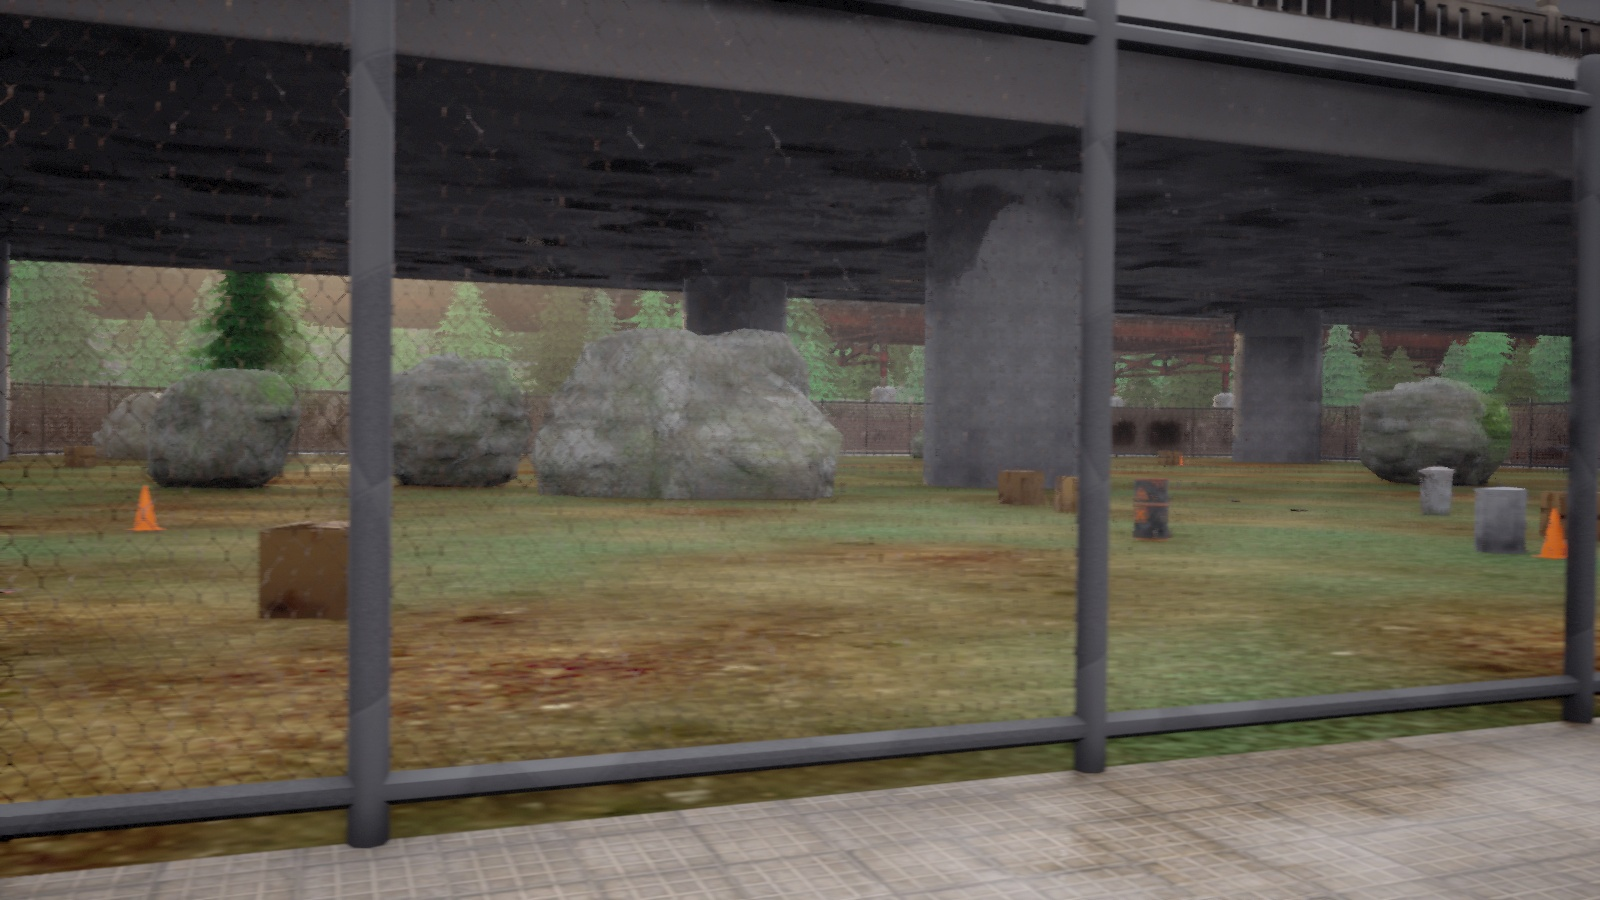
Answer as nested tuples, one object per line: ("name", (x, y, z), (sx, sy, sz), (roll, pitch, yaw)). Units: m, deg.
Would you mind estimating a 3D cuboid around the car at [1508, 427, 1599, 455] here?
("car", (37.665, -0.460, 61.867), (1.895, 1.301, 4.718), (-1, 1, -21))
